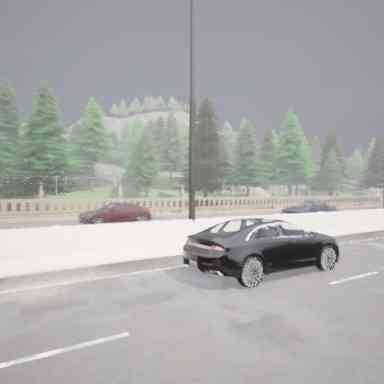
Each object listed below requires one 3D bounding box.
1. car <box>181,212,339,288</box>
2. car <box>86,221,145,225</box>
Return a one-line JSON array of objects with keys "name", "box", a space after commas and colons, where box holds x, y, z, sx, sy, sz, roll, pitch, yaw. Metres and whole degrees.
[{"name": "car", "box": [2.048, 1.457, 9.121, 4.902, 1.511, 2.128, 0, 0, -34]}, {"name": "car", "box": [-4.904, 1.419, 21.574, 4.674, 1.442, 1.812, 0, 0, -33]}]
